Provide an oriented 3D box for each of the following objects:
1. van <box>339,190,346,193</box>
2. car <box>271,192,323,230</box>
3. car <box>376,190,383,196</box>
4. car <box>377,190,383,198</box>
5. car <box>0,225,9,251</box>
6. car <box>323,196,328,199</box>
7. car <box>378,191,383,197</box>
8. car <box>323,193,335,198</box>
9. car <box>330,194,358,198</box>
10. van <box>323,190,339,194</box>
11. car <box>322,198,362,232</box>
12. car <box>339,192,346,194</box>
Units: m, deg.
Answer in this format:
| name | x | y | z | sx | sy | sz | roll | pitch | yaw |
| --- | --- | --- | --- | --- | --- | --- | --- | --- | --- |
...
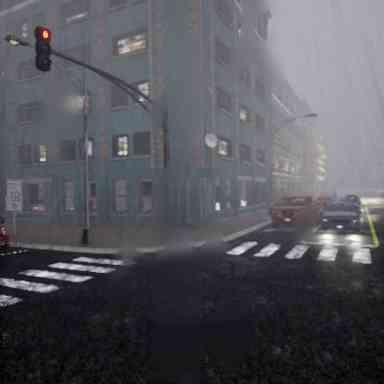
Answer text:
| name | x | y | z | sx | sy | sz | roll | pitch | yaw |
| --- | --- | --- | --- | --- | --- | --- | --- | --- | --- |
| van | 31.138 | 0.379 | 69.143 | 1.690 | 1.788 | 3.998 | -1 | 0 | 27 |
| car | 6.116 | 1.097 | 19.587 | 2.192 | 1.841 | 5.009 | -1 | 0 | 27 |
| car | 45.681 | 0.259 | 80.460 | 2.008 | 1.369 | 4.403 | -1 | 1 | 27 |
| car | 38.175 | 0.482 | 65.593 | 1.887 | 1.381 | 4.507 | -1 | 1 | 27 |
| car | -9.713 | 1.727 | 13.965 | 4.097 | 1.590 | 1.967 | -2 | 1 | 27 |
| car | 8.622 | 1.254 | 24.544 | 1.887 | 1.381 | 4.507 | -1 | 0 | 27 |
| car | 40.677 | 0.406 | 70.549 | 1.887 | 1.381 | 4.507 | -1 | 1 | 27 |
| car | 13.627 | 1.106 | 34.455 | 1.887 | 1.381 | 4.507 | -1 | 0 | 27 |
| car | 13.018 | 1.161 | 27.779 | 2.033 | 1.411 | 5.357 | -1 | 0 | 27 |
| van | 16.125 | 0.829 | 39.410 | 1.690 | 1.788 | 3.998 | -1 | 0 | 27 |
| car | 8.464 | 1.294 | 18.763 | 2.033 | 1.411 | 5.357 | -1 | 0 | 27 |
| car | 17.651 | 1.002 | 36.935 | 1.812 | 1.442 | 4.674 | -1 | 0 | 27 |
